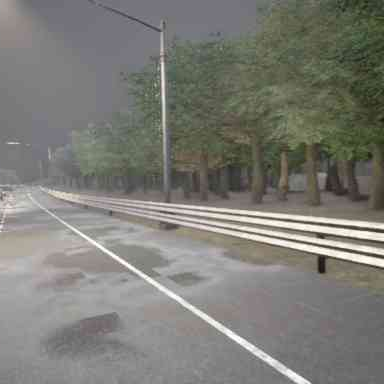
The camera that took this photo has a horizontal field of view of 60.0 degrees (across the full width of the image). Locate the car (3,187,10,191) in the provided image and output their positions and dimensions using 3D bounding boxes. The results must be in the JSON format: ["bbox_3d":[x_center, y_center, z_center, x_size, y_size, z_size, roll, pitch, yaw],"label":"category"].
[{"bbox_3d":[-40.555,0.290,70.828,1.895,1.301,4.718,-2,3,-27],"label":"car"}]

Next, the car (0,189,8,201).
[{"bbox_3d":[-32.516,0.774,55.684,2.033,1.411,5.357,-2,3,-28],"label":"car"}]
